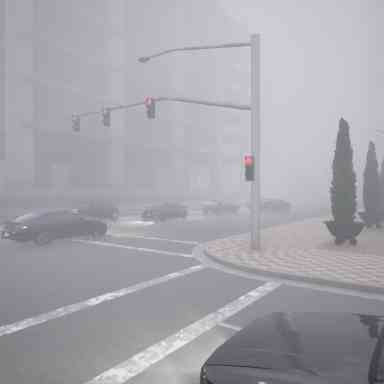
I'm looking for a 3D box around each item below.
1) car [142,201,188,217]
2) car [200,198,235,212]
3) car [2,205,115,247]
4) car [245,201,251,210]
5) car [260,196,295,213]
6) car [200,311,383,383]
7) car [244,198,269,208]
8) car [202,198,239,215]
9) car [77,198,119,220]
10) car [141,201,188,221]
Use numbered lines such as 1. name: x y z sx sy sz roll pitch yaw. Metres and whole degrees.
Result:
1. car: -2.518 1.601 32.484 1.895 1.301 4.718 0 0 36
2. car: 3.130 1.478 40.301 1.882 1.535 5.008 0 0 36
3. car: -6.091 1.526 15.253 1.812 1.442 4.674 0 0 36
4. car: 8.804 1.526 42.167 1.812 1.442 4.674 0 0 36
5. car: 9.496 1.505 36.823 1.837 1.490 4.892 0 0 36
6. car: 2.598 1.547 2.110 5.357 1.411 2.033 0 0 36
7. car: 9.591 1.601 49.198 1.895 1.301 4.718 0 0 36
8. car: 2.964 1.601 34.095 1.895 1.301 4.718 0 0 36
9. car: -7.773 1.352 25.206 2.097 1.767 4.553 0 0 36
10. car: -2.165 1.564 26.993 1.994 1.385 4.181 0 0 36
